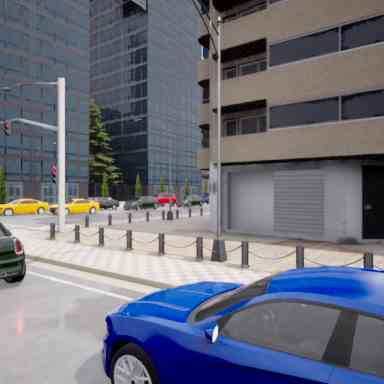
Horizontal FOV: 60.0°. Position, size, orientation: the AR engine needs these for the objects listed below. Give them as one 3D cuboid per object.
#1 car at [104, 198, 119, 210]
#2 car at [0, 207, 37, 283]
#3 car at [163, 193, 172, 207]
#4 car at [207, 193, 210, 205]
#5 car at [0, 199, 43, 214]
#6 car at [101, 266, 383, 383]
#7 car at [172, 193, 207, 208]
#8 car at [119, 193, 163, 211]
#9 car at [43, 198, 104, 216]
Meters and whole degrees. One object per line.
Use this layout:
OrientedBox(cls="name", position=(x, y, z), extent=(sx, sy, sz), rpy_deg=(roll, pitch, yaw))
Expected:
OrientedBox(cls="car", position=(-10.823, 1.435, 39.554), extent=(2.128, 1.511, 4.902), rpy_deg=(0, 0, 36))
OrientedBox(cls="car", position=(-6.240, 1.352, 8.441), extent=(4.553, 1.767, 2.097), rpy_deg=(0, 0, 36))
OrientedBox(cls="car", position=(-4.545, 1.165, 48.211), extent=(2.150, 2.045, 5.566), rpy_deg=(0, 0, 36))
OrientedBox(cls="car", position=(3.116, 1.160, 58.693), extent=(2.150, 2.045, 5.566), rpy_deg=(0, 1, 36))
OrientedBox(cls="car", position=(-16.340, 1.421, 31.948), extent=(1.882, 1.535, 5.008), rpy_deg=(0, 0, 36))
OrientedBox(cls="car", position=(1.254, 1.478, 3.097), extent=(5.008, 1.535, 1.882), rpy_deg=(0, 0, 36))
OrientedBox(cls="car", position=(-0.300, 1.296, 48.098), extent=(2.097, 1.767, 4.553), rpy_deg=(0, 0, 36))
OrientedBox(cls="car", position=(-6.111, 1.296, 40.092), extent=(2.097, 1.767, 4.553), rpy_deg=(0, 0, 36))
OrientedBox(cls="car", position=(-11.484, 1.421, 32.675), extent=(1.882, 1.535, 5.008), rpy_deg=(0, 0, 36))
